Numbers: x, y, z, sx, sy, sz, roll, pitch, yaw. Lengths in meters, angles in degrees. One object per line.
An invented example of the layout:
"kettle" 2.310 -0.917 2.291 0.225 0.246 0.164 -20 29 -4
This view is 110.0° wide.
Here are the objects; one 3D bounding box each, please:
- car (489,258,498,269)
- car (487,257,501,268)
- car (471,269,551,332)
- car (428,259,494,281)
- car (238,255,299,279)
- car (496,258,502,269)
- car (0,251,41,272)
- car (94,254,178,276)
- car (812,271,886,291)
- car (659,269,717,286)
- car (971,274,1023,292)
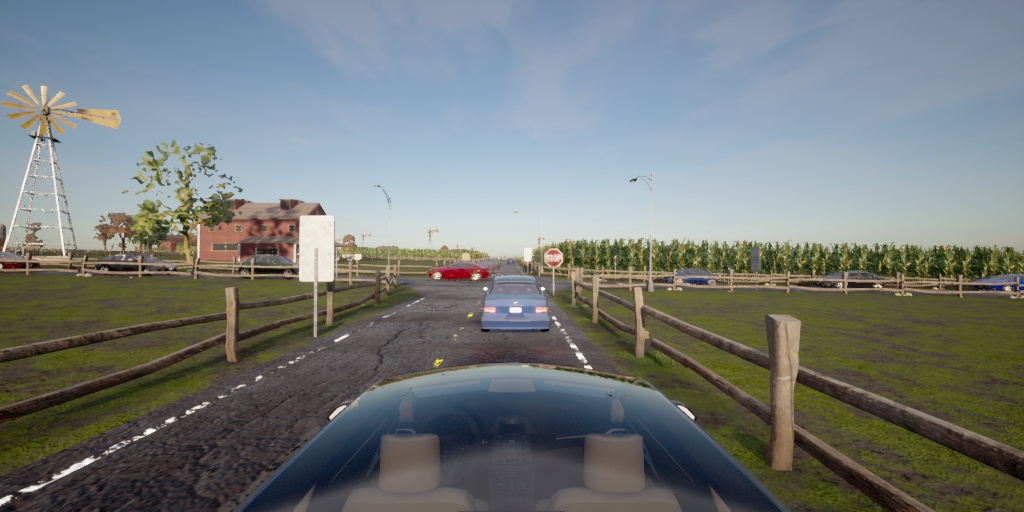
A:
"car" -2.936 1.296 41.813 1.812 1.442 4.674 0 0 -1
"car" -3.003 1.144 61.107 2.097 1.767 4.553 0 0 0
"car" 0.075 1.300 10.827 2.033 1.411 5.357 0 0 0
"car" -4.234 1.210 28.991 5.008 1.535 1.882 1 0 0
"car" -17.110 0.721 26.127 4.553 1.767 2.097 1 -1 0
"car" -2.991 1.133 51.646 2.097 1.767 4.553 0 0 0
"car" -37.763 0.370 26.245 5.008 1.535 1.882 1 -1 0
"car" -27.320 0.623 26.179 4.902 1.511 2.128 1 -1 0
"car" 27.040 1.939 28.842 4.892 1.490 1.837 2 -1 0
"car" 14.168 1.699 28.919 4.181 1.385 1.994 1 -1 -1
"car" 40.084 2.210 28.748 5.008 1.535 1.882 1 -1 1
